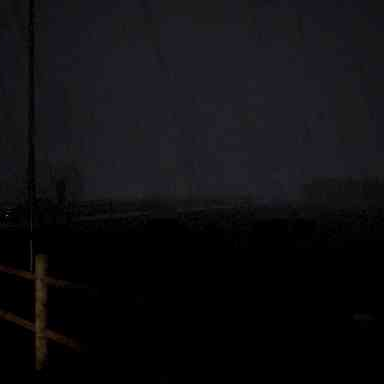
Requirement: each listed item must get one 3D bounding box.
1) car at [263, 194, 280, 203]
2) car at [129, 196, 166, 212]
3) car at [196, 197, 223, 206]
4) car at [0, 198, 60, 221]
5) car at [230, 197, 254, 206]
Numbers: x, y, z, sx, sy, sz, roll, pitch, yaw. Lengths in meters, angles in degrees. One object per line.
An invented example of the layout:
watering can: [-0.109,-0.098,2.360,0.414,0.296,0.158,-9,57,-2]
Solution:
car: [14.703,1.216,61.193,1.837,1.490,4.892,-1,0,34]
car: [-5.021,1.234,37.604,2.097,1.767,4.553,-1,0,34]
car: [2.559,1.423,48.616,1.895,1.301,4.718,-1,0,35]
car: [-12.840,1.294,26.198,2.097,1.767,4.553,-1,0,34]
car: [7.709,1.376,50.971,1.895,1.301,4.718,-1,0,34]
